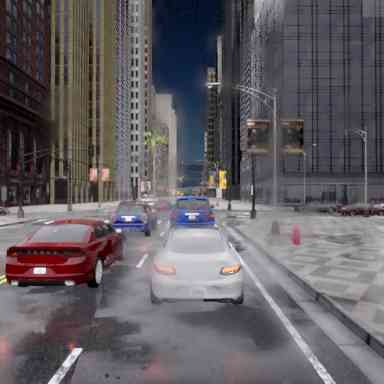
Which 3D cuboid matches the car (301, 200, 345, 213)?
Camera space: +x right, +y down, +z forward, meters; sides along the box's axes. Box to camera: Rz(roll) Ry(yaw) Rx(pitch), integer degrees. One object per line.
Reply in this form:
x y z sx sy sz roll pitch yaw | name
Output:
15.198 1.661 38.624 4.313 1.339 1.947 0 0 -1 | car

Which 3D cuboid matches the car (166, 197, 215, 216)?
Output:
0.032 1.256 17.705 2.150 2.045 5.566 0 0 1 | car

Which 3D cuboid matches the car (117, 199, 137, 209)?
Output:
-9.830 1.776 50.855 2.033 1.411 5.357 0 0 0 | car

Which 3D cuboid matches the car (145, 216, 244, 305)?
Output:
0.102 1.534 8.003 1.812 1.442 4.674 0 0 0 | car

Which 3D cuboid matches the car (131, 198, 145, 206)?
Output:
-9.798 1.824 60.765 1.812 1.442 4.674 0 0 1 | car

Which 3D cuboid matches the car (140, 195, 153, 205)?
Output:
-9.726 1.606 71.339 2.150 2.045 5.566 0 0 0 | car

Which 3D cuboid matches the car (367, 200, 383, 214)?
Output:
21.763 1.566 35.968 4.674 1.442 1.812 0 -1 -1 | car

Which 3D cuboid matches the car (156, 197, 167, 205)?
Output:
-6.476 1.898 70.567 1.812 1.442 4.674 0 0 0 | car

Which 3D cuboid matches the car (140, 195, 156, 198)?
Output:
-6.582 1.450 50.898 2.150 2.045 5.566 0 0 0 | car

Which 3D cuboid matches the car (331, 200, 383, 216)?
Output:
15.325 1.576 30.101 4.206 1.307 1.802 0 0 -1 | car

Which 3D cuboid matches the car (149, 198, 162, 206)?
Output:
-6.550 1.802 60.610 1.837 1.490 4.892 0 0 1 | car

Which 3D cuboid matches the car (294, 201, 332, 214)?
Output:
13.210 1.633 35.840 4.181 1.385 1.994 0 -1 -1 | car

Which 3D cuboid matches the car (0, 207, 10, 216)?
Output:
-20.165 1.690 32.191 4.674 1.442 1.812 0 -1 -1 | car

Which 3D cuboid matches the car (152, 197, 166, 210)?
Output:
-3.613 1.743 43.177 1.994 1.385 4.181 0 0 10 | car

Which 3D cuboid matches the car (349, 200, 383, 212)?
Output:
20.837 1.641 38.710 4.313 1.339 1.947 0 0 -1 | car

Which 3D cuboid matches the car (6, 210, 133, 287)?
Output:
-3.149 1.488 9.373 1.882 1.535 5.008 0 0 0 | car

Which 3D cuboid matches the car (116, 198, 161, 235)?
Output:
-3.144 1.390 18.600 2.097 1.767 4.553 0 0 0 | car
